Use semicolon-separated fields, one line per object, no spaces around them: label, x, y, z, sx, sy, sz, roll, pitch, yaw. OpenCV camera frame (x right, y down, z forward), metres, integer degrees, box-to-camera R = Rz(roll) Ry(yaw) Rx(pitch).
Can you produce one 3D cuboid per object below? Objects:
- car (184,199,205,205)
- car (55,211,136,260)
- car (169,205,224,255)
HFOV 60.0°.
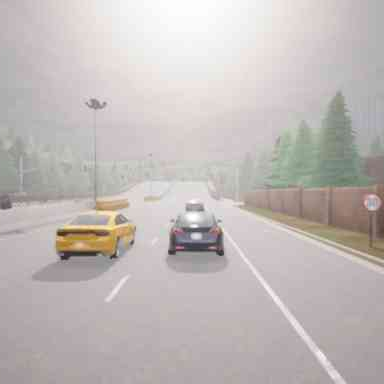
car;0.256;1.460;33.449;2.128;1.511;4.902;0;0;0
car;-3.351;1.449;12.441;1.882;1.535;5.008;0;0;0
car;0.156;1.491;13.291;2.163;1.488;4.792;0;0;0
